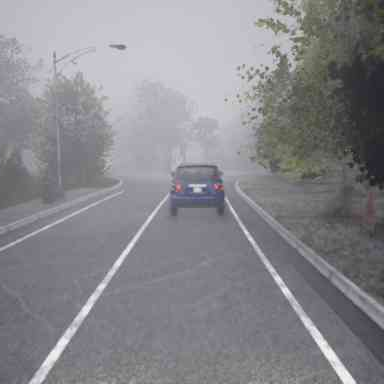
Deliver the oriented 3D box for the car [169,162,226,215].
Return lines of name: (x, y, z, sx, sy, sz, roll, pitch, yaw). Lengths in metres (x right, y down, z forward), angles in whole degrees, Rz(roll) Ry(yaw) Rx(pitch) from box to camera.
car: (0.230, -0.300, 14.623, 2.150, 2.045, 5.566, 0, 7, 1)

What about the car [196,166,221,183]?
car: (1.638, -1.745, 31.747, 1.837, 1.490, 4.892, 0, 5, 9)
